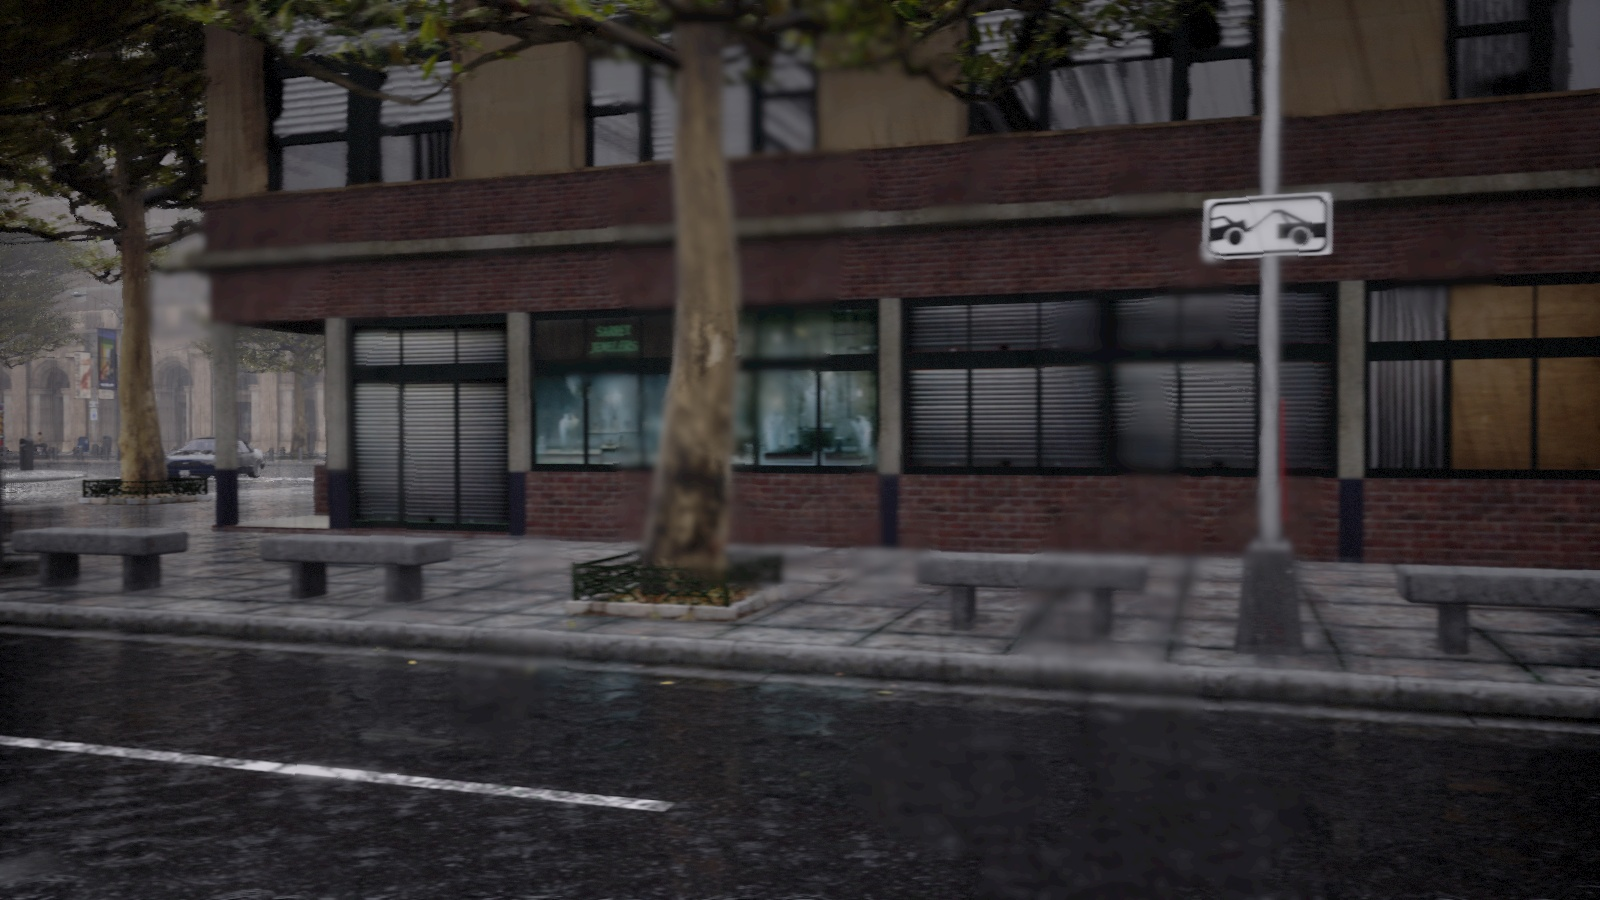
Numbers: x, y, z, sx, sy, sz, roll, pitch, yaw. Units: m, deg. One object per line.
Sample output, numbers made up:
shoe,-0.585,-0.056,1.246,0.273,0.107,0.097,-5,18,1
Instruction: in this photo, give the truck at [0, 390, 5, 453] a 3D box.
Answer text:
truck,-53.326,-1.774,77.109,8.468,3.827,2.891,1,1,19

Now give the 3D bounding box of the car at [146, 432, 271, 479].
car,-19.373,0.138,41.410,2.033,1.411,5.357,0,1,-6
